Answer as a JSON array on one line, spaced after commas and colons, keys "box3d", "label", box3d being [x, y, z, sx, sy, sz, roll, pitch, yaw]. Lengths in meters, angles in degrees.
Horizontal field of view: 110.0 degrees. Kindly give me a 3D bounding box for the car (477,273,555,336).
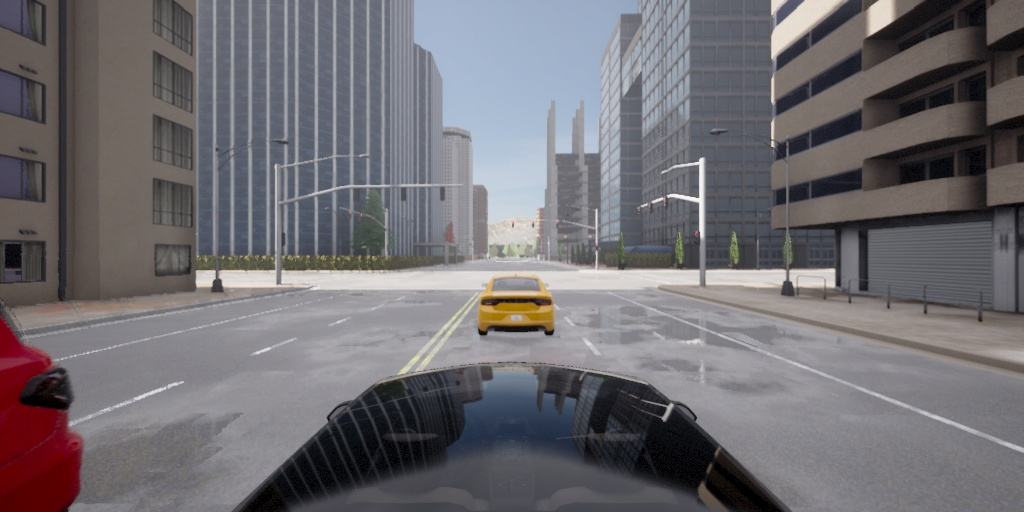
[{"box3d": [0.102, 1.231, 10.490, 1.882, 1.535, 5.008, 0, 0, 0], "label": "car"}]
